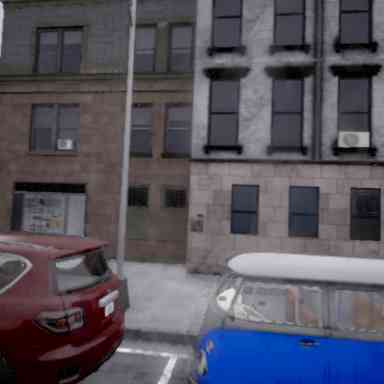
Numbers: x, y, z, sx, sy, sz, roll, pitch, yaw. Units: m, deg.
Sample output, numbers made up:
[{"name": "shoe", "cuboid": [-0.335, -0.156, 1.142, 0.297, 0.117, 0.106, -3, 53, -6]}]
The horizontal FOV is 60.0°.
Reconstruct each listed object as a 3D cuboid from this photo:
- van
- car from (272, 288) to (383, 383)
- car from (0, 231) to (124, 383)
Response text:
[{"name": "van", "cuboid": [2.051, 1.657, 3.692, 3.998, 1.788, 1.690, 2, -3, 8]}, {"name": "car", "cuboid": [3.262, 1.705, 1.685, 5.366, 1.575, 1.801, 2, -3, 8]}, {"name": "car", "cuboid": [-3.402, 1.459, 4.474, 5.009, 1.841, 2.192, 2, -3, 8]}]
